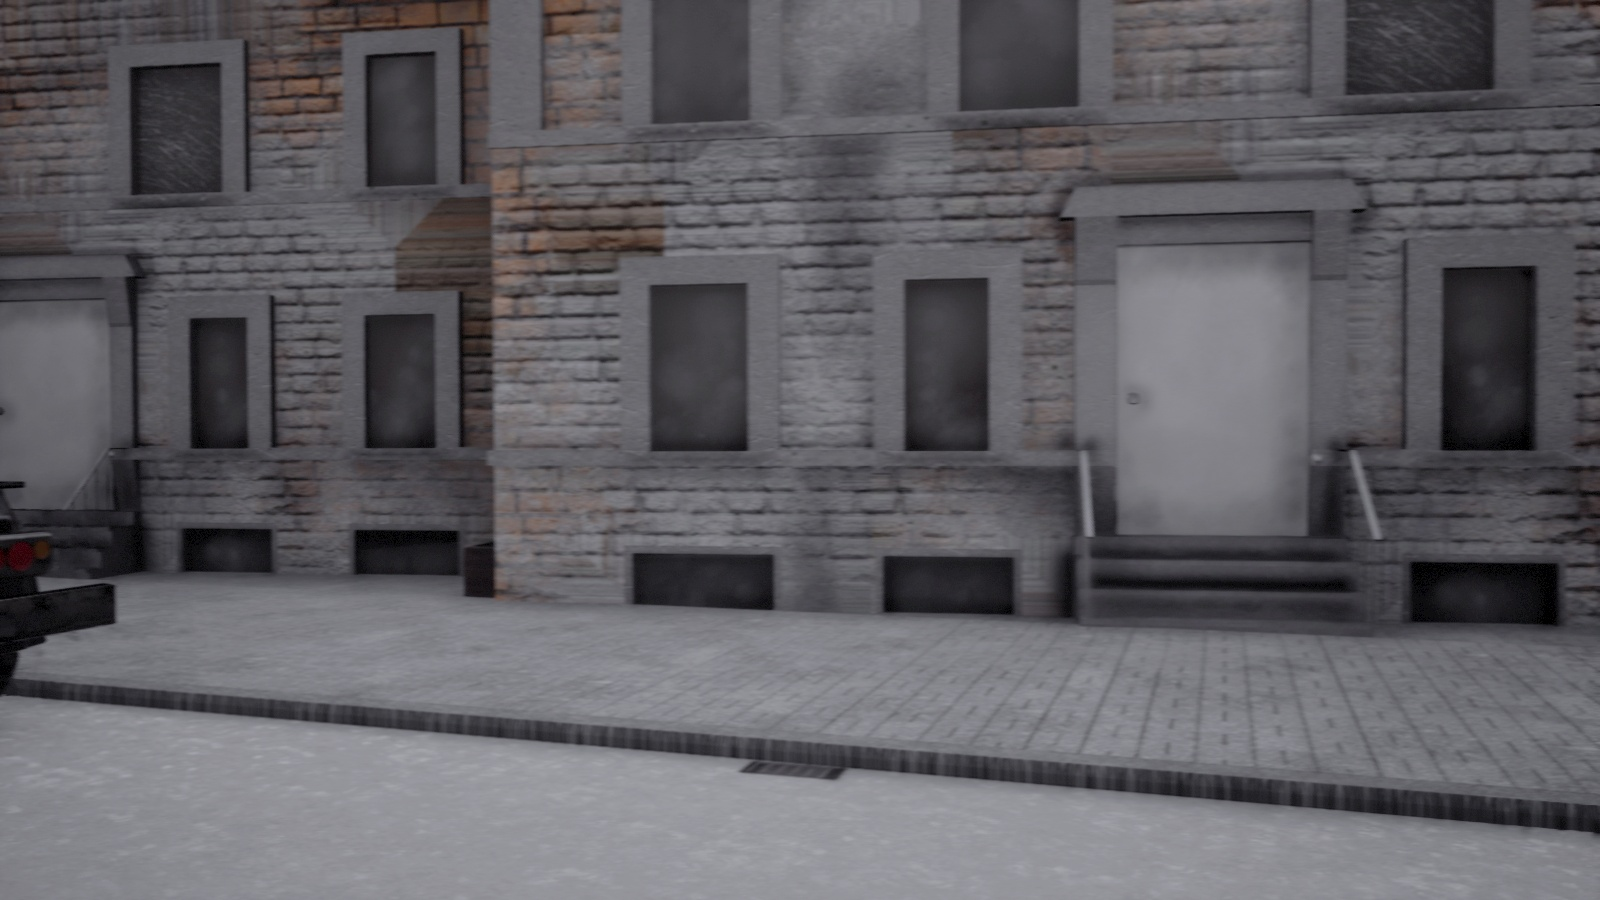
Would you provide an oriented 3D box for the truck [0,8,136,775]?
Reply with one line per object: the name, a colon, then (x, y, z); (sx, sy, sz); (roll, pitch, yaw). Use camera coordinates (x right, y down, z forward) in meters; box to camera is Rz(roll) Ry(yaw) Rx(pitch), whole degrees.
truck: (-7.598, -0.284, 6.263); (7.936, 3.462, 2.891); (1, 1, 19)
